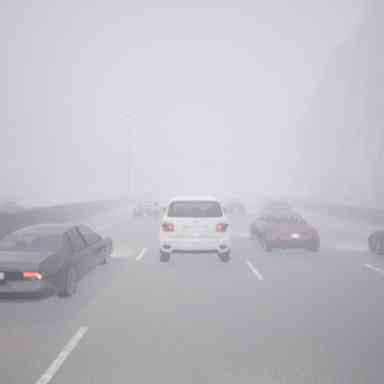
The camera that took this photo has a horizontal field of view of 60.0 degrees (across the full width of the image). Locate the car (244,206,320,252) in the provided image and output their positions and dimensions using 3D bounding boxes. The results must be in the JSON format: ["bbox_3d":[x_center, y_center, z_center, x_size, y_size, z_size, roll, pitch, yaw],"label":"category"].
[{"bbox_3d":[3.585,1.470,13.551,1.994,1.385,4.181,0,1,0],"label":"car"}]

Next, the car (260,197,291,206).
[{"bbox_3d":[7.070,1.230,28.506,1.837,1.490,4.892,0,1,0],"label":"car"}]

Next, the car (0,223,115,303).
[{"bbox_3d":[-3.412,1.499,8.320,2.033,1.411,5.357,0,0,0],"label":"car"}]

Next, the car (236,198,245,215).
[{"bbox_3d":[3.569,1.239,29.356,1.812,1.442,4.674,0,1,0],"label":"car"}]

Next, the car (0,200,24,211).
[{"bbox_3d":[-14.122,1.314,24.489,1.812,1.442,4.674,0,1,0],"label":"car"}]

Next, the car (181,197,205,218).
[{"bbox_3d":[0.069,1.232,28.509,1.837,1.490,4.892,0,1,0],"label":"car"}]

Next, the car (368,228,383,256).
[{"bbox_3d":[7.085,1.463,9.702,1.812,1.442,4.674,0,1,0],"label":"car"}]

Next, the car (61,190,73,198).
[{"bbox_3d":[-24.566,0.424,66.719,2.128,1.511,4.902,0,2,0],"label":"car"}]

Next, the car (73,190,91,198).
[{"bbox_3d":[-21.065,0.507,64.945,1.994,1.385,4.181,0,2,0],"label":"car"}]

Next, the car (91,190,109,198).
[{"bbox_3d":[-17.570,0.439,65.103,1.837,1.490,4.892,0,2,0],"label":"car"}]

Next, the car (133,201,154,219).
[{"bbox_3d":[-3.428,1.356,26.655,1.895,1.301,4.718,0,1,0],"label":"car"}]

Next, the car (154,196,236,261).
[{"bbox_3d":[0.087,1.142,12.025,2.150,2.045,5.566,0,0,0],"label":"car"}]

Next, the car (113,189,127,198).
[{"bbox_3d":[-14.074,0.291,65.221,2.097,1.767,4.553,0,1,0],"label":"car"}]
